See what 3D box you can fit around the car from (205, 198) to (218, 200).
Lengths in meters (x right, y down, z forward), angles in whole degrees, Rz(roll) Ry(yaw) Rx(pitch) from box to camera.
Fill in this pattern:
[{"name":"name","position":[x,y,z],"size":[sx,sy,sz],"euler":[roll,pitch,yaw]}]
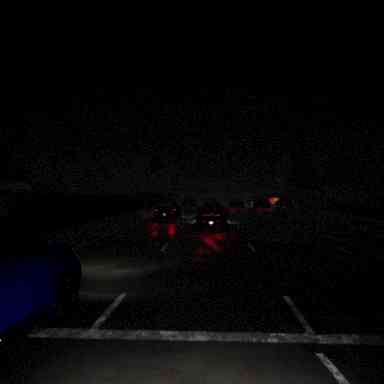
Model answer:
[{"name":"car","position":[2.900,1.501,49.095],"size":[1.994,1.385,4.181],"euler":[0,0,4]}]

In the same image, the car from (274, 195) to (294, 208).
[{"name":"car","position":[13.335,1.503,48.040],"size":[2.033,1.411,5.357],"euler":[0,0,4]}]

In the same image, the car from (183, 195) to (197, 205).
[{"name":"car","position":[-0.362,1.277,52.583],"size":[2.097,1.767,4.553],"euler":[0,0,4]}]

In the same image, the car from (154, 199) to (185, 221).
[{"name":"car","position":[-1.909,1.485,26.993],"size":[1.812,1.442,4.674],"euler":[0,0,4]}]

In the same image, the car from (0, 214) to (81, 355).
[{"name":"car","position":[-3.235,1.210,3.951],"size":[2.150,2.045,5.566],"euler":[0,0,2]}]

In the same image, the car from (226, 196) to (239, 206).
[{"name":"car","position":[6.823,1.411,56.045],"size":[1.882,1.535,5.008],"euler":[0,0,4]}]

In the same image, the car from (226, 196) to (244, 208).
[{"name":"car","position":[6.250,1.423,46.893],"size":[1.882,1.535,5.008],"euler":[0,0,4]}]

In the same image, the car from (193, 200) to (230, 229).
[{"name":"car","position":[1.234,1.477,21.162],"size":[1.837,1.490,4.892],"euler":[0,0,4]}]

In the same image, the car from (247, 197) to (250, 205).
[{"name":"car","position":[10.316,1.431,55.826],"size":[2.128,1.511,4.902],"euler":[0,0,4]}]

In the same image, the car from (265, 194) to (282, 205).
[{"name":"car","position":[13.893,1.297,56.940],"size":[2.097,1.767,4.553],"euler":[0,0,4]}]

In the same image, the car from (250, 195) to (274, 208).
[{"name":"car","position":[9.743,1.429,46.674],"size":[1.882,1.535,5.008],"euler":[0,0,4]}]
